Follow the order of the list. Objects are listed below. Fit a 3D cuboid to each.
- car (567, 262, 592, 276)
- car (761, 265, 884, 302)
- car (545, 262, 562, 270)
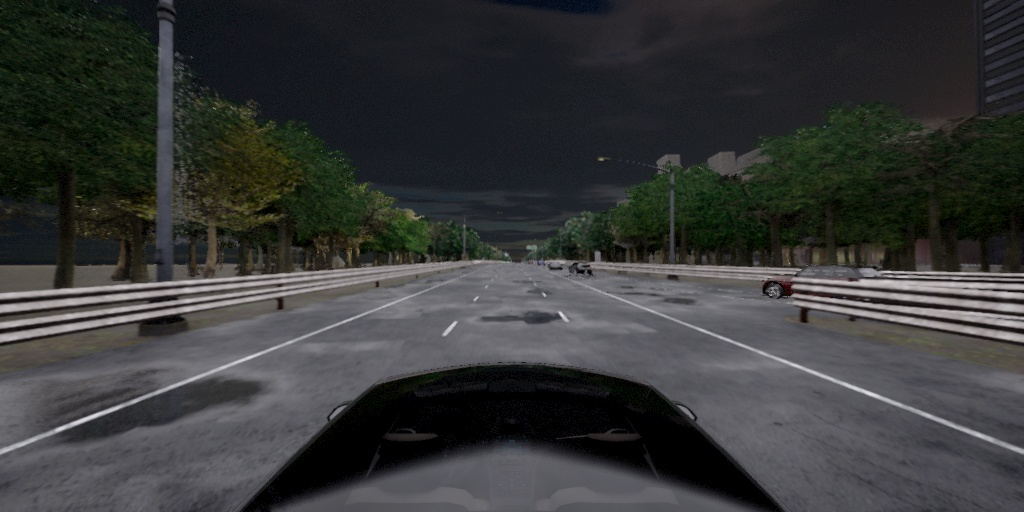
[{"bbox_3d":[7.780,1.441,41.347,1.837,1.490,4.892,0,0,-6],"label":"car"},{"bbox_3d":[13.979,1.201,16.226,2.097,1.767,4.553,1,-1,-20],"label":"car"},{"bbox_3d":[6.934,1.577,58.419,1.994,1.385,4.181,0,0,1],"label":"car"}]
